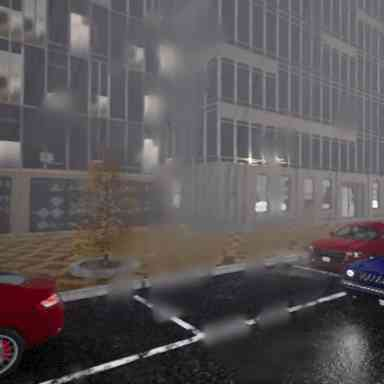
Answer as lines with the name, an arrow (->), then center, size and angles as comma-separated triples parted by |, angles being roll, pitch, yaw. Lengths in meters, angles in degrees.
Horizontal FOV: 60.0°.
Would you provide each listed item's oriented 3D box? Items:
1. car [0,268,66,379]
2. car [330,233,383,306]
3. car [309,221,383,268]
car -> -3.722, 1.574, 3.903 | 4.206, 1.307, 1.802 | 1, 0, -35
car -> 5.230, 1.674, 7.108 | 4.718, 1.301, 1.895 | 1, 0, -35
car -> 5.548, 1.637, 10.512 | 4.507, 1.381, 1.887 | 1, 0, -35
